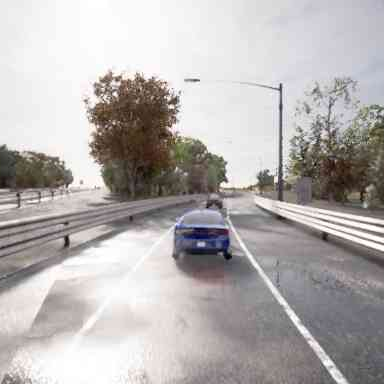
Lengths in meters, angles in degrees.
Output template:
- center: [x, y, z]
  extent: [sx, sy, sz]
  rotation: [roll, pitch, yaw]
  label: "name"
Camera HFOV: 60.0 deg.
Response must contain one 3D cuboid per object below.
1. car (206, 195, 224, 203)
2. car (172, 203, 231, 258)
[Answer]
- center: [2.793, 1.194, 40.476]
  extent: [1.837, 1.490, 4.892]
  rotation: [0, 1, 7]
  label: "car"
- center: [0.378, 1.387, 12.370]
  extent: [1.882, 1.535, 5.008]
  rotation: [0, 0, 2]
  label: "car"
